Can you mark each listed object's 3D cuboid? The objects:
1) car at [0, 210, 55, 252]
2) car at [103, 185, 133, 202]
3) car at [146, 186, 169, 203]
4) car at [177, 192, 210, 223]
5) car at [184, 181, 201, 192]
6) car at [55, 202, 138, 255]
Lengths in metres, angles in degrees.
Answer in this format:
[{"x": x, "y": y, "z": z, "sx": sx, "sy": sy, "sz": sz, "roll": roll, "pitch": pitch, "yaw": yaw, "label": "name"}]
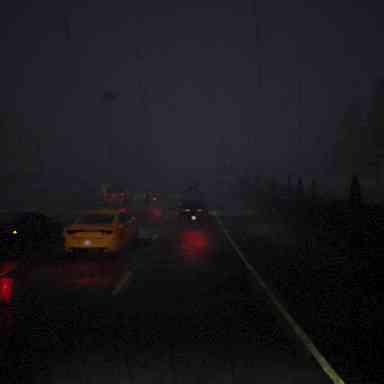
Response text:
[{"x": -6.899, "y": 1.477, "z": 13.584, "sx": 1.812, "sy": 1.442, "sz": 4.674, "roll": 0, "pitch": 1, "yaw": 0, "label": "car"}, {"x": -6.937, "y": 0.141, "z": 31.536, "sx": 2.097, "sy": 1.767, "sz": 4.553, "roll": 0, "pitch": 6, "yaw": 0, "label": "car"}, {"x": -3.444, "y": 0.143, "z": 32.977, "sx": 1.837, "sy": 1.490, "sz": 4.892, "roll": 0, "pitch": 6, "yaw": 0, "label": "car"}, {"x": 0.097, "y": 1.101, "z": 21.717, "sx": 1.837, "sy": 1.490, "sz": 4.892, "roll": 0, "pitch": 3, "yaw": 0, "label": "car"}, {"x": 0.028, "y": -0.498, "z": 38.624, "sx": 1.812, "sy": 1.442, "sz": 4.674, "roll": 0, "pitch": 7, "yaw": 0, "label": "car"}, {"x": -3.399, "y": 1.435, "z": 13.281, "sx": 1.882, "sy": 1.535, "sz": 5.008, "roll": 0, "pitch": 1, "yaw": 0, "label": "car"}]
